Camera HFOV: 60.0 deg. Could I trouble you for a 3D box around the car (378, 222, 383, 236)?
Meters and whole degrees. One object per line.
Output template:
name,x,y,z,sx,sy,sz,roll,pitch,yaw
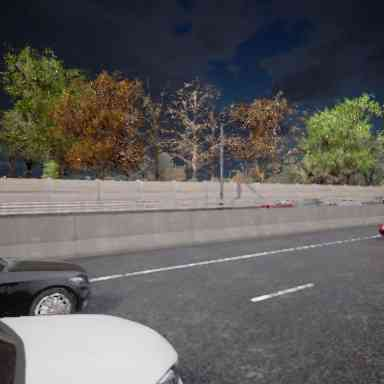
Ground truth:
car,10.942,1.636,15.854,4.718,1.301,1.895,0,0,-36

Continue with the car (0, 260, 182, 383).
car,-2.220,1.524,2.162,4.674,1.442,1.812,0,0,-36

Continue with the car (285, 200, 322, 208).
car,12.143,1.564,34.149,4.892,1.490,1.837,0,0,-35

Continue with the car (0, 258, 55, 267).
car,-4.007,1.524,5.187,4.674,1.442,1.812,0,0,-35

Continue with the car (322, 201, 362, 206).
car,14.881,1.586,31.801,4.674,1.442,1.812,0,0,-35

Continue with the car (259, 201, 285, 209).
car,9.562,1.657,36.606,4.718,1.301,1.895,0,0,-35
